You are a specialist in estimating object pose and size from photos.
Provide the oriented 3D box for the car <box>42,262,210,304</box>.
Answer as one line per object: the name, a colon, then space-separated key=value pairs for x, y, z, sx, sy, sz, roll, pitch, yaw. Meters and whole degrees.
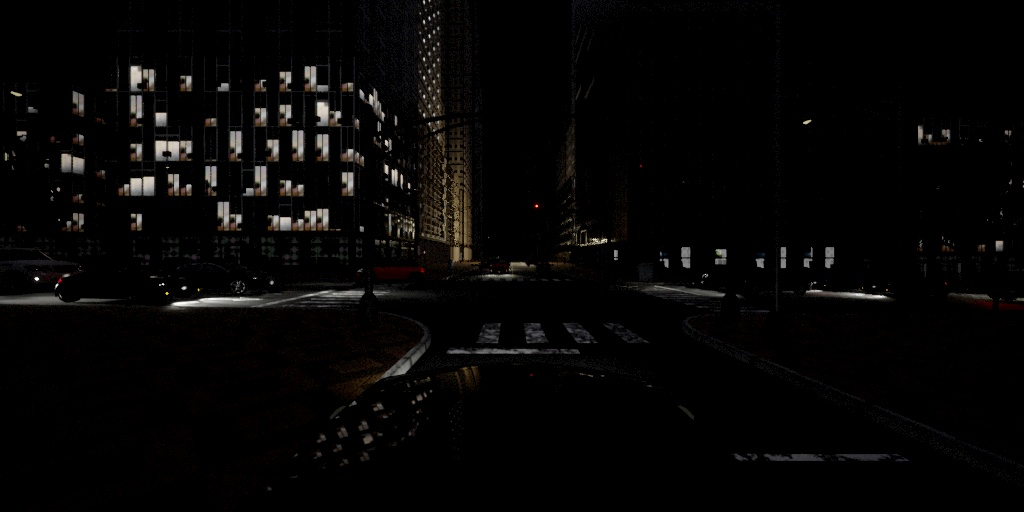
car: x=-15.040 y=1.063 z=14.191 sx=4.181 sy=1.385 sz=1.994 roll=1 pitch=0 yaw=-2

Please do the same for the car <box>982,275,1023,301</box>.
car: x=29.263 y=1.792 z=19.359 sx=4.902 sy=1.511 sz=2.128 roll=1 pitch=0 yaw=-3

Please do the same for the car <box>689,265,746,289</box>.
car: x=15.071 y=1.396 z=25.452 sx=4.553 sy=1.767 sz=2.097 roll=1 pitch=0 yaw=-3

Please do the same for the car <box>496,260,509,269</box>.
car: x=-1.400 y=1.284 z=55.502 sx=1.812 sy=1.442 sz=4.674 roll=0 pitch=0 yaw=0

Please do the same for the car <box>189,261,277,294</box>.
car: x=-14.241 y=1.004 z=17.486 sx=4.902 sy=1.511 sz=2.128 roll=1 pitch=0 yaw=-3

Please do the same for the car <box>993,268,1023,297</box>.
car: x=34.493 y=1.745 z=23.032 sx=4.553 sy=1.767 sz=2.097 roll=1 pitch=0 yaw=-2

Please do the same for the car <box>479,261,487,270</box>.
car: x=-3.869 y=1.342 z=52.199 sx=1.802 sy=1.307 sz=4.207 roll=0 pitch=0 yaw=0

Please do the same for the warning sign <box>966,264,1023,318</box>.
warning sign: x=17.309 y=1.204 z=12.837 sx=1.060 sy=1.860 sz=1.300 roll=0 pitch=0 yaw=-2

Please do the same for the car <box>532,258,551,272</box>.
car: x=4.067 y=1.329 z=46.681 sx=1.948 sy=1.339 sz=4.313 roll=0 pitch=0 yaw=0

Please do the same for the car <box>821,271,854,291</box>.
car: x=23.694 y=1.763 z=25.841 sx=4.181 sy=1.385 sz=1.994 roll=1 pitch=0 yaw=-5

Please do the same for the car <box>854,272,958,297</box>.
car: x=24.730 y=1.782 z=22.618 sx=4.181 sy=1.385 sz=1.994 roll=1 pitch=0 yaw=-3

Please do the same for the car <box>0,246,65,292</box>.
car: x=-24.081 y=0.553 z=17.051 sx=5.566 sy=2.045 sz=2.150 roll=1 pitch=0 yaw=-2

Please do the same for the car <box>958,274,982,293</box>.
car: x=33.788 y=1.980 z=26.257 sx=4.718 sy=1.301 sz=1.895 roll=1 pitch=0 yaw=-2

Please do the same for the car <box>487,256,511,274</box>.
car: x=-1.390 y=1.117 z=40.635 sx=2.097 sy=1.767 sz=4.553 roll=0 pitch=0 yaw=0

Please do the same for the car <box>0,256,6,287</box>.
car: x=-23.687 y=0.832 z=13.820 sx=4.902 sy=1.511 sz=2.128 roll=1 pitch=0 yaw=-3

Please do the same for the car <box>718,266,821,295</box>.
car: x=15.862 y=1.564 z=22.244 sx=4.892 sy=1.490 sz=1.837 roll=1 pitch=0 yaw=-4

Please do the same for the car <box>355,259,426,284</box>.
car: x=-8.312 y=0.982 z=24.711 sx=4.553 sy=1.767 sz=2.097 roll=2 pitch=0 yaw=-18
